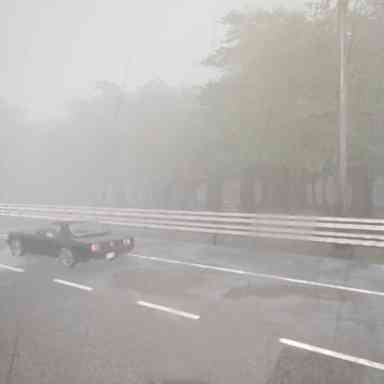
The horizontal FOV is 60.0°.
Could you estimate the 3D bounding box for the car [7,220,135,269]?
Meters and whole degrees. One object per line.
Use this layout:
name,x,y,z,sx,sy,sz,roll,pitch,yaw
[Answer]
car,-4.236,1.604,11.191,4.718,1.301,1.895,0,0,36
